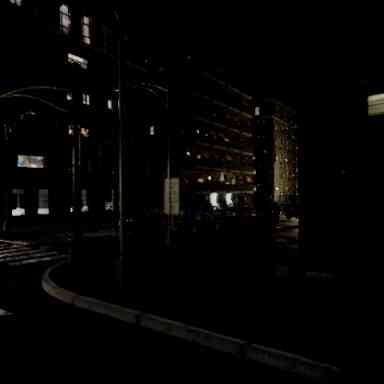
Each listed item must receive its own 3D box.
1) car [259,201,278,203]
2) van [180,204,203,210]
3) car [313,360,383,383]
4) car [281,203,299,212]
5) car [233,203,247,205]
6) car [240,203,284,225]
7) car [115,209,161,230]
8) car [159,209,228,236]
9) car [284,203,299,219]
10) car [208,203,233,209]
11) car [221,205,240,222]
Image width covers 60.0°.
[{"bbox_3d":[10.284,2.263,45.815,2.150,2.045,5.566,-1,-2,36],"label":"car"},{"bbox_3d":[-0.434,2.146,35.152,1.690,1.788,3.998,-3,-3,35],"label":"van"},{"bbox_3d":[2.616,1.530,1.172,4.507,1.381,1.887,-1,-1,36],"label":"car"},{"bbox_3d":[18.194,2.858,61.705,1.967,1.590,4.097,-2,-3,35],"label":"car"},{"bbox_3d":[5.774,2.324,44.005,2.192,1.841,5.009,-3,-3,35],"label":"car"},{"bbox_3d":[6.425,2.095,30.334,1.967,1.590,4.097,-3,-3,35],"label":"car"},{"bbox_3d":[-3.784,2.068,25.829,2.128,1.511,4.902,-1,-2,35],"label":"car"},{"bbox_3d":[0.219,2.001,21.477,2.008,1.369,4.403,-3,-3,35],"label":"car"},{"bbox_3d":[12.631,2.175,39.191,2.192,1.841,5.009,-3,-3,35],"label":"car"},{"bbox_3d":[2.673,2.347,39.575,1.967,1.590,4.097,-3,-3,35],"label":"car"},{"bbox_3d":[5.430,2.289,33.569,2.033,1.411,5.357,-1,-2,35],"label":"car"}]
